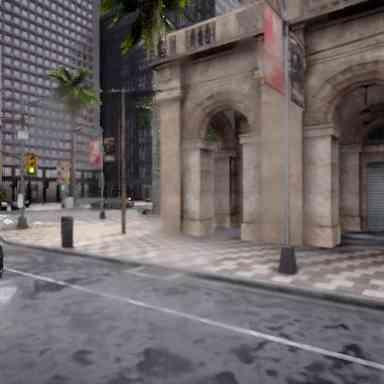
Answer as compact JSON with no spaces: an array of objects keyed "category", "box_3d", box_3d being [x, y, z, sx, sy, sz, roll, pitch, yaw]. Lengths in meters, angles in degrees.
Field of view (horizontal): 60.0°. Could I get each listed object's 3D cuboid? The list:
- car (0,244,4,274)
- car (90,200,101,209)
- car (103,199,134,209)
[{"category":"car","box_3d":[-6.865,1.568,8.877,4.892,1.490,1.837,0,0,36]},{"category":"car","box_3d":[-13.218,1.749,50.699,2.161,1.482,4.786,0,0,35]},{"category":"car","box_3d":[-10.600,1.743,49.031,1.812,1.442,4.674,0,0,36]}]
